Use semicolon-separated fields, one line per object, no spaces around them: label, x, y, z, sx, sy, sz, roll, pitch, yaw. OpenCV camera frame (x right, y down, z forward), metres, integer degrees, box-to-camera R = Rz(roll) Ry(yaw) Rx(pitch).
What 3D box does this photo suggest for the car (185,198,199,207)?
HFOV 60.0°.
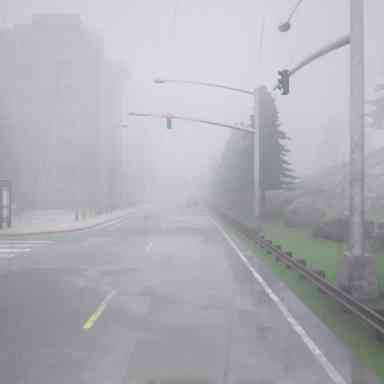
car;-0.013;1.564;50.635;1.994;1.385;4.181;0;0;0
